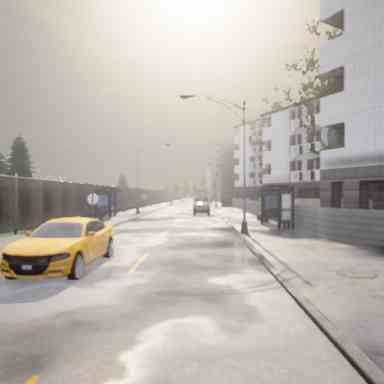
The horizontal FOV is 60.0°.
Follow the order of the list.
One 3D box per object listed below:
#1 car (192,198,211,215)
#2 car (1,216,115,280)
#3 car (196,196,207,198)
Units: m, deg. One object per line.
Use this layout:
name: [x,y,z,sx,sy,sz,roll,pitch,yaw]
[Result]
car: [1.059,1.782,37.207,2.128,1.511,4.902,0,0,2]
car: [-3.856,1.558,10.423,1.882,1.535,5.008,0,-1,2]
car: [1.345,1.594,47.816,2.150,2.045,5.566,0,0,1]
